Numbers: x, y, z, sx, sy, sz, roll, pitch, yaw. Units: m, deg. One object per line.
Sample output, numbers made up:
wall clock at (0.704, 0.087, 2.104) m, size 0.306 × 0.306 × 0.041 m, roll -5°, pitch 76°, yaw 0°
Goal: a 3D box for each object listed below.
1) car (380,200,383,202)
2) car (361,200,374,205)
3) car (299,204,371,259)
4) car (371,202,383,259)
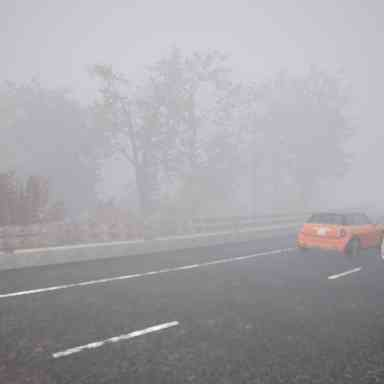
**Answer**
car at (42.369, 2.587, 73.145) m, size 1.882 × 1.535 × 5.008 m, roll 0°, pitch -1°, yaw 7°
car at (38.920, 2.591, 73.738) m, size 1.837 × 1.490 × 4.892 m, roll 0°, pitch -1°, yaw 7°
car at (6.382, 1.554, 13.809) m, size 4.553 × 1.767 × 2.097 m, roll 1°, pitch -1°, yaw -42°
car at (7.941, 1.402, 10.459) m, size 5.566 × 2.045 × 2.150 m, roll 1°, pitch -1°, yaw -41°
